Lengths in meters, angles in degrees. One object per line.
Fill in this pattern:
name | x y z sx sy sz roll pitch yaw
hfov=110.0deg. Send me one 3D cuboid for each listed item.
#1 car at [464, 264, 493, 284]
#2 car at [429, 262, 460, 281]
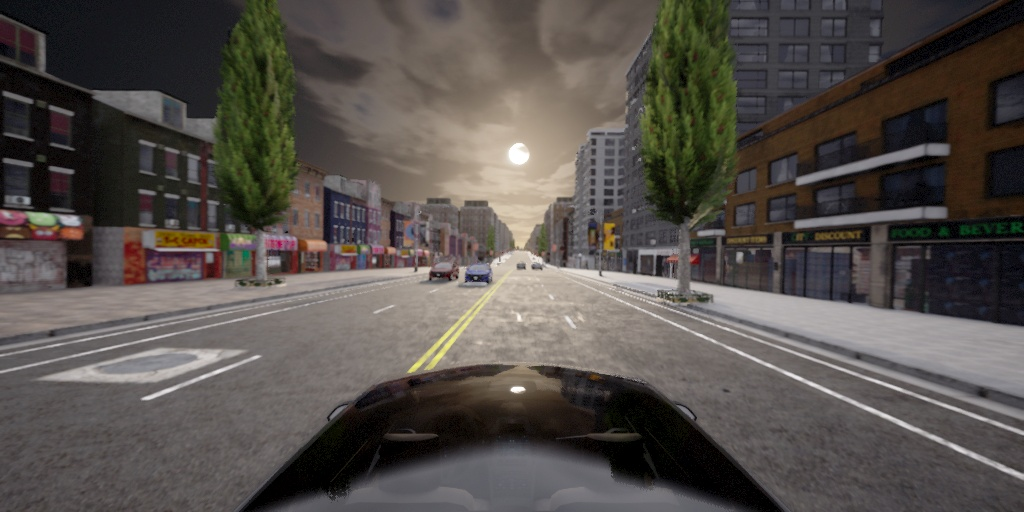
car | -2.585 1.350 28.677 1.882 1.535 5.008 1 0 2
car | -5.772 1.261 30.965 1.882 1.535 5.008 1 0 2
